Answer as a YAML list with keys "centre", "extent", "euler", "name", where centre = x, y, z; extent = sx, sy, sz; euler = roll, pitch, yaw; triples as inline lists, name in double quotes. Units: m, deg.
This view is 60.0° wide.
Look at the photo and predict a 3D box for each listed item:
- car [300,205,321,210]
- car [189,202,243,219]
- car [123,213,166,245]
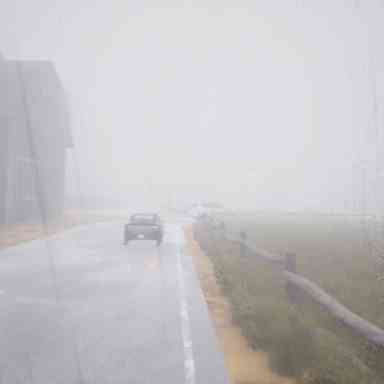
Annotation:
- centre: [24.951, 3.567, 69.286]
  extent: [4.611, 1.667, 2.242]
  euler: [1, -1, 0]
  name: "car"
- centre: [2.375, 2.128, 36.236]
  extent: [5.566, 2.045, 2.150]
  euler: [2, -3, -25]
  name: "car"
- centre: [-2.480, 1.880, 17.708]
  extent: [2.128, 1.511, 4.902]
  euler: [1, -1, -3]
  name: "car"
